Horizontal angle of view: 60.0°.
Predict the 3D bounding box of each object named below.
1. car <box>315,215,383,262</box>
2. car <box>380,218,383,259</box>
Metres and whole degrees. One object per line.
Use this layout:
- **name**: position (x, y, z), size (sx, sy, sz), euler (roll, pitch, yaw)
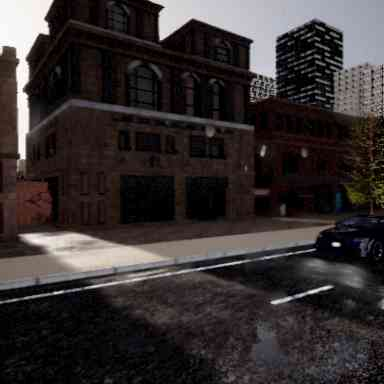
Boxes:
- **car**: position (6.429, 1.564, 12.248), size (4.181, 1.385, 1.994), euler (0, 0, -35)
- **car**: position (7.246, 1.477, 8.841), size (5.008, 1.535, 1.882), euler (0, 0, -35)
